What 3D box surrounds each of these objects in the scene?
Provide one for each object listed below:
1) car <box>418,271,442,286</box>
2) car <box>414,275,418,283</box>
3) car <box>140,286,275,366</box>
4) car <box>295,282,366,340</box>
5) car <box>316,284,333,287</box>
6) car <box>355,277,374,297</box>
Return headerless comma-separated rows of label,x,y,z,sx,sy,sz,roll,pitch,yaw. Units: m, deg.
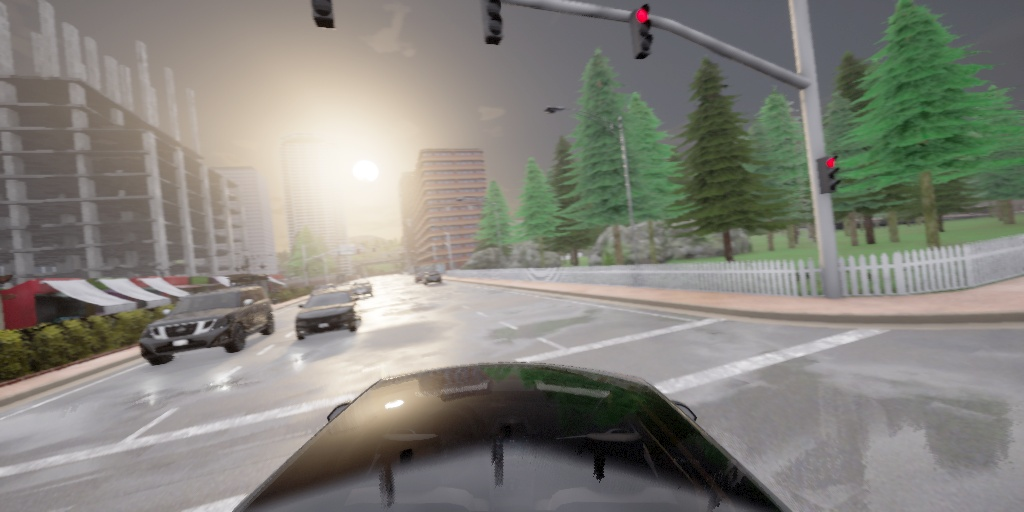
car,-9.321,2.541,41.787,2.128,1.511,4.902,-6,0,-19
car,-13.192,3.120,52.608,1.994,1.385,4.181,-6,0,-19
car,-10.238,2.195,12.628,2.150,2.045,5.566,-6,0,-20
car,-7.033,2.098,14.085,1.882,1.535,5.008,-6,0,-20
car,-17.780,3.455,34.040,2.128,1.511,4.902,-6,0,-19
car,-13.594,2.971,32.621,2.128,1.511,4.902,-6,0,-20
